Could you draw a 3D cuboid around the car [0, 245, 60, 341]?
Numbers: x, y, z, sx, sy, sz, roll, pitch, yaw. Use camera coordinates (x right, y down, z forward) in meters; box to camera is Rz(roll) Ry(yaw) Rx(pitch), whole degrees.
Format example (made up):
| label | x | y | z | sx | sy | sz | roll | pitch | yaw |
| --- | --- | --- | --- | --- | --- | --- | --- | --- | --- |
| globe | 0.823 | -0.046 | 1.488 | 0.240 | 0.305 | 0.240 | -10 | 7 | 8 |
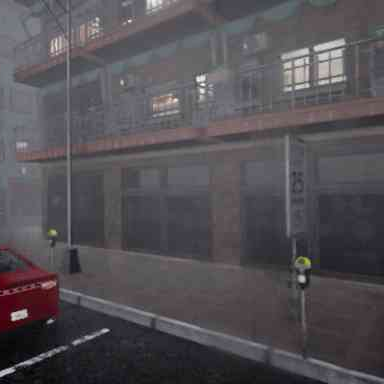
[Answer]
| label | x | y | z | sx | sy | sz | roll | pitch | yaw |
| --- | --- | --- | --- | --- | --- | --- | --- | --- | --- |
| car | -4.184 | 1.565 | 5.872 | 4.507 | 1.381 | 1.887 | 0 | -1 | 36 |
